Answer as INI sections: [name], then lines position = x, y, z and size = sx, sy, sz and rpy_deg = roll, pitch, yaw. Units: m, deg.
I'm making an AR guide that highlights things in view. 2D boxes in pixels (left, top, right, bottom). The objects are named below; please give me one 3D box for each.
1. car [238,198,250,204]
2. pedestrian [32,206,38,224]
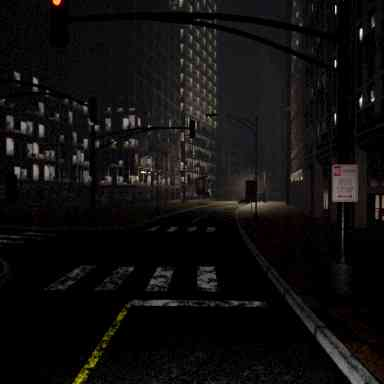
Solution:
[car]
position = 10.842, 1.865, 69.010
size = 1.895, 1.301, 4.718
rpy_deg = 0, 0, 18
[pedestrian]
position = -9.392, 1.345, 19.878
size = 0.500, 1.100, 0.500
rpy_deg = 0, 0, 17
